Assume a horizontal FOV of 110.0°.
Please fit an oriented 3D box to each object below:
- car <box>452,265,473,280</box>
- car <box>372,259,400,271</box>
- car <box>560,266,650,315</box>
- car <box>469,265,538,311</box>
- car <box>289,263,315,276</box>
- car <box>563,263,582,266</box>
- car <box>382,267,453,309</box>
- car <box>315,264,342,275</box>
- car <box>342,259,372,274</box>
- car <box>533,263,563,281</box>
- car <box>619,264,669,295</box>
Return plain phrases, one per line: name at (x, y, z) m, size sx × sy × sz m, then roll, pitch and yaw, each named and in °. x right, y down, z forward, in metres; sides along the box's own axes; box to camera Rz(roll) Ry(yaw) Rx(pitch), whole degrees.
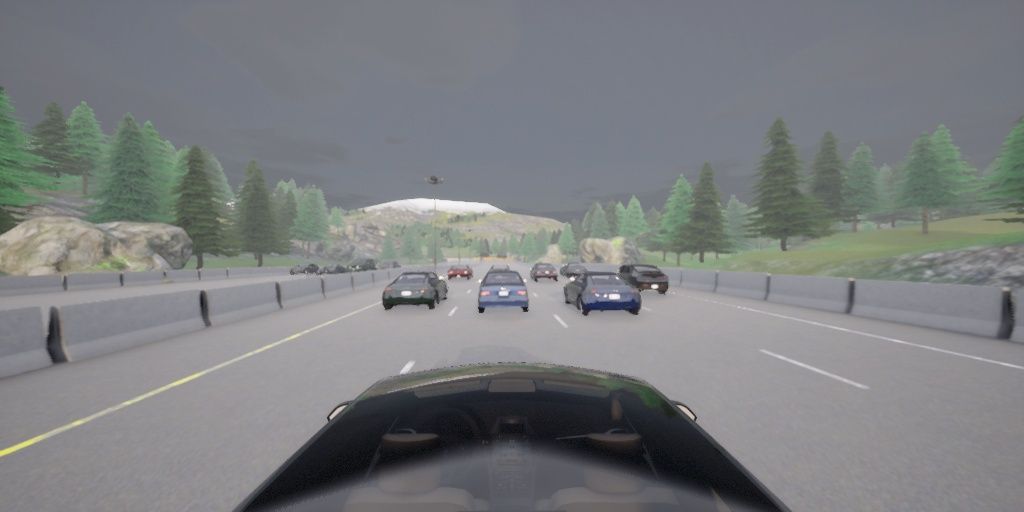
car at (-4.555, 1.430, 32.321) m, size 1.895 × 1.301 × 4.718 m, roll -1°, pitch 0°, yaw -2°
car at (-15.768, 1.428, 45.858) m, size 2.097 × 1.767 × 4.553 m, roll -1°, pitch -1°, yaw -2°
car at (3.175, 1.254, 13.338) m, size 1.994 × 1.385 × 4.181 m, roll -1°, pitch 0°, yaw -2°
car at (-0.356, 1.270, 14.206) m, size 2.033 × 1.411 × 5.357 m, roll -1°, pitch 0°, yaw -2°
car at (-26.261, 1.685, 45.660) m, size 1.837 × 1.490 × 4.892 m, roll -1°, pitch -1°, yaw -2°
car at (5.868, 1.308, 34.585) m, size 1.994 × 1.385 × 4.181 m, roll -1°, pitch 0°, yaw -2°
car at (-3.885, 1.320, 14.970) m, size 1.994 × 1.385 × 4.181 m, roll -1°, pitch 0°, yaw -2°
car at (-22.764, 1.708, 45.748) m, size 1.994 × 1.385 × 4.181 m, roll -1°, pitch -1°, yaw -2°
car at (-19.282, 1.339, 46.142) m, size 2.150 × 2.045 × 5.566 m, roll -1°, pitch -1°, yaw -2°
car at (2.548, 1.289, 29.461) m, size 2.033 × 1.411 × 5.357 m, roll -1°, pitch 0°, yaw -2°
car at (6.481, 1.166, 18.908) m, size 1.837 × 1.490 × 4.892 m, roll -1°, pitch 0°, yaw -2°
